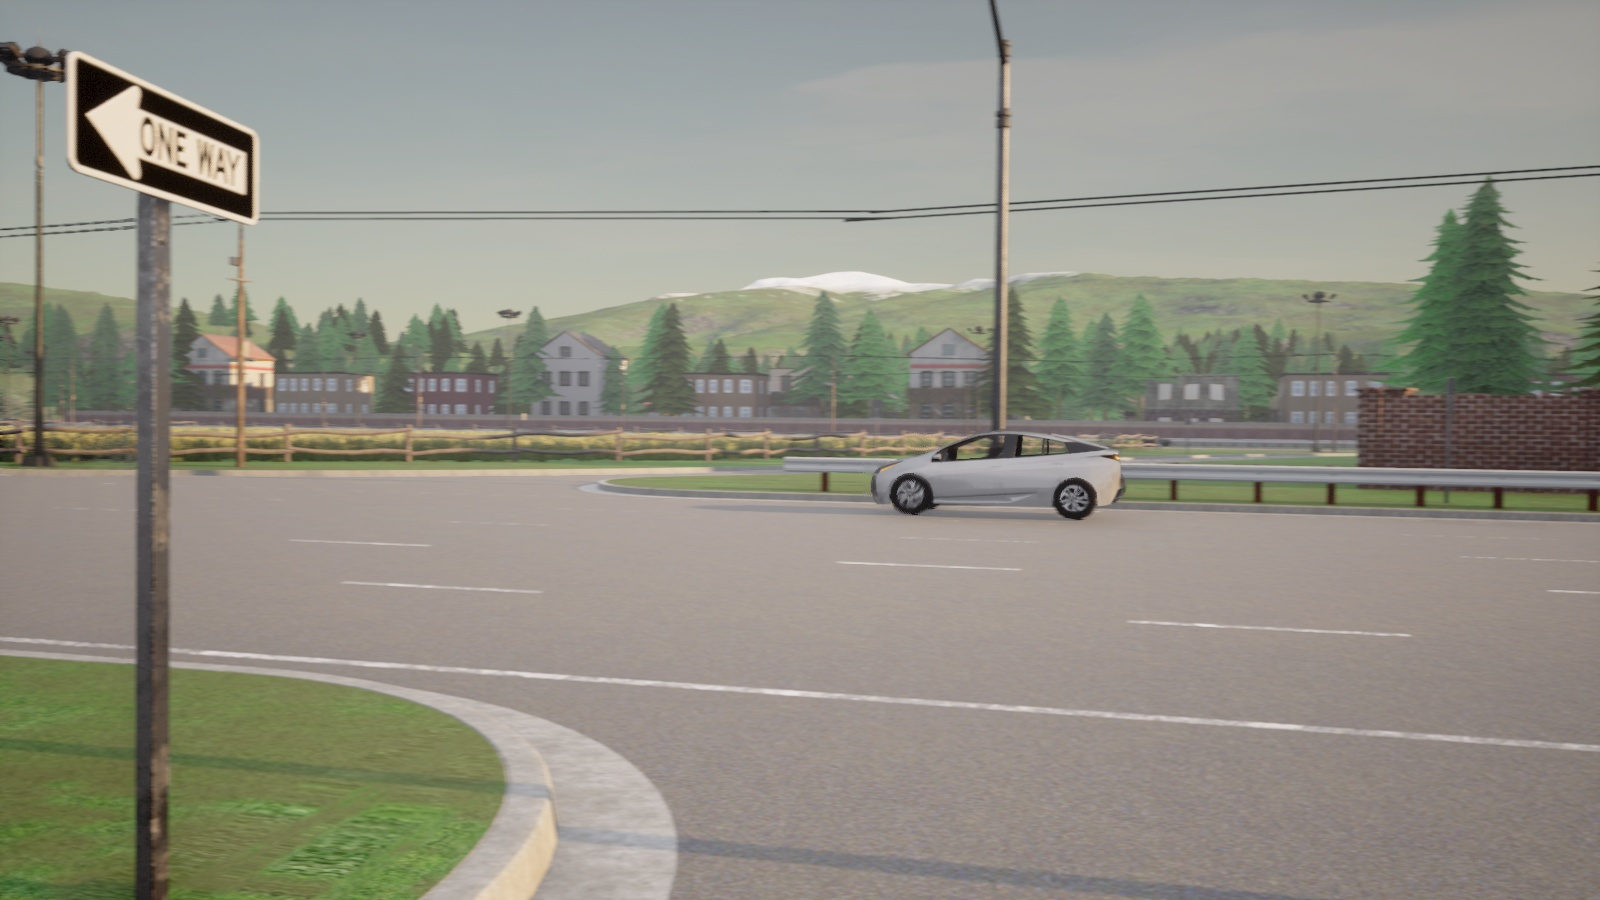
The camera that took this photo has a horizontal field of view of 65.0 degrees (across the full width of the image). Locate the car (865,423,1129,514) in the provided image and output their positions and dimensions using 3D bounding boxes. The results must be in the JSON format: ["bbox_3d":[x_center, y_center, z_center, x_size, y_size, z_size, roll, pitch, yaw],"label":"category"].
[{"bbox_3d":[3.589,0.298,22.633,4.514,1.525,2.007,0,1,15],"label":"car"}]
